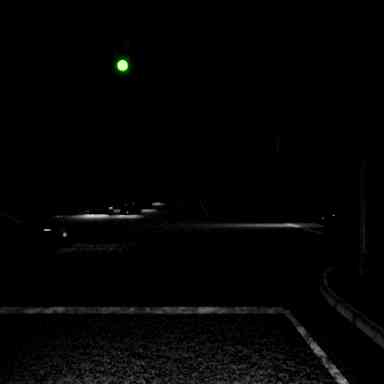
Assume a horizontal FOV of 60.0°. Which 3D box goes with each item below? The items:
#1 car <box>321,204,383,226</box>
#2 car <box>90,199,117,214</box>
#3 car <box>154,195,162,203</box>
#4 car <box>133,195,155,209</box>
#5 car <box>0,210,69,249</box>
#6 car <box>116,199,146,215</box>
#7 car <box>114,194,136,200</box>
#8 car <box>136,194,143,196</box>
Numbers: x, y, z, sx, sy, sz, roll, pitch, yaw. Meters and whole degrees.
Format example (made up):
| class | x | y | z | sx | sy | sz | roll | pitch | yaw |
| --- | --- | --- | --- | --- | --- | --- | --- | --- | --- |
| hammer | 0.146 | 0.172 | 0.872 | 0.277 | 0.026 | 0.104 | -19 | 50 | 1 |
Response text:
| class | x | y | z | sx | sy | sz | roll | pitch | yaw |
| --- | --- | --- | --- | --- | --- | --- | --- | --- | --- |
| car | 11.994 | 1.647 | 24.268 | 4.902 | 1.511 | 2.128 | 0 | -1 | -2 |
| car | -10.593 | 1.863 | 39.249 | 1.994 | 1.385 | 4.181 | 0 | 0 | 0 |
| car | -7.005 | 1.292 | 65.242 | 2.033 | 1.411 | 5.357 | 0 | 2 | 0 |
| car | -7.087 | 1.680 | 49.668 | 1.882 | 1.535 | 5.008 | 0 | 1 | 0 |
| car | -7.731 | 1.512 | 14.015 | 4.902 | 1.511 | 2.128 | 0 | -1 | 5 |
| car | -7.096 | 1.846 | 39.295 | 2.033 | 1.411 | 5.357 | 0 | 0 | 0 |
| car | -10.581 | 1.395 | 51.193 | 2.150 | 2.045 | 5.566 | 0 | 1 | 0 |
| car | -10.505 | 1.211 | 66.292 | 1.837 | 1.490 | 4.892 | 0 | 2 | 0 |
